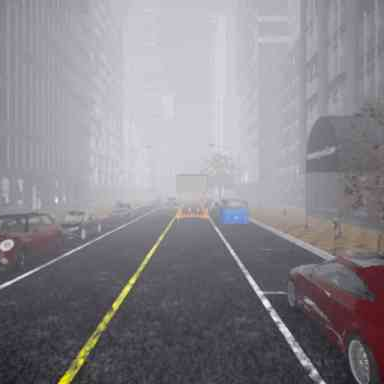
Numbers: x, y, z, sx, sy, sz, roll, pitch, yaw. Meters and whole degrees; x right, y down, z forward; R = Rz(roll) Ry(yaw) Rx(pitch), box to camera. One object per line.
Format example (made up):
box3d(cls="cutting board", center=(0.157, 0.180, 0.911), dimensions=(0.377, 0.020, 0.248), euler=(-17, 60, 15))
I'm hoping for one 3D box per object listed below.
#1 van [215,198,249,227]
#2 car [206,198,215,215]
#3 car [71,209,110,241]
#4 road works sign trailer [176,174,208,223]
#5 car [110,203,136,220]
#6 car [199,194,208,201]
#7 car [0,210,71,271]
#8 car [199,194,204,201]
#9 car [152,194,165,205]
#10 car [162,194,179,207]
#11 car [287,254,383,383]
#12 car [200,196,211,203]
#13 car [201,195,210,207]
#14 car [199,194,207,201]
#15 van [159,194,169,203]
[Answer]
box3d(cls="van", center=(2.691, 1.321, 21.995), dimensions=(1.690, 1.788, 3.998), euler=(0, 0, 0))
box3d(cls="car", center=(2.692, 1.549, 33.379), dimensions=(1.802, 1.307, 4.206), euler=(0, 0, 0))
box3d(cls="car", center=(-5.690, 1.537, 16.306), dimensions=(2.008, 1.369, 4.403), euler=(0, 0, 0))
box3d(cls="road works sign trailer", center=(0.001, 0.441, 25.013), dimensions=(2.380, 3.560, 2.880), euler=(0, 0, 0))
box3d(cls="car", center=(-5.689, 1.555, 27.690), dimensions=(1.802, 1.307, 4.206), euler=(0, 0, 0))
box3d(cls="car", center=(2.695, 1.328, 78.919), dimensions=(1.967, 1.590, 4.097), euler=(0, 0, 0))
box3d(cls="car", center=(-5.690, 1.433, 10.614), dimensions=(1.967, 1.590, 4.097), euler=(0, 0, 0))
box3d(cls="car", center=(2.694, 1.480, 61.842), dimensions=(2.008, 1.369, 4.403), euler=(0, 0, 0))
box3d(cls="car", center=(-5.687, 1.490, 56.153), dimensions=(2.008, 1.369, 4.403), euler=(0, 0, 0))
box3d(cls="car", center=(-3.077, 1.473, 50.897), dimensions=(1.812, 1.442, 4.674), euler=(0, 0, 0))
box3d(cls="car", center=(2.690, 1.579, 4.918), dimensions=(1.802, 1.307, 4.206), euler=(0, 0, 0))
box3d(cls="car", center=(2.694, 1.468, 67.534), dimensions=(2.008, 1.369, 4.403), euler=(0, 0, 0))
box3d(cls="car", center=(2.693, 1.529, 50.457), dimensions=(1.802, 1.307, 4.206), euler=(0, 0, 0))
box3d(cls="car", center=(2.695, 1.312, 84.611), dimensions=(1.967, 1.590, 4.097), euler=(0, 0, 0))
box3d(cls="van", center=(-5.686, 1.259, 67.538), dimensions=(1.690, 1.788, 3.998), euler=(0, 0, 0))
